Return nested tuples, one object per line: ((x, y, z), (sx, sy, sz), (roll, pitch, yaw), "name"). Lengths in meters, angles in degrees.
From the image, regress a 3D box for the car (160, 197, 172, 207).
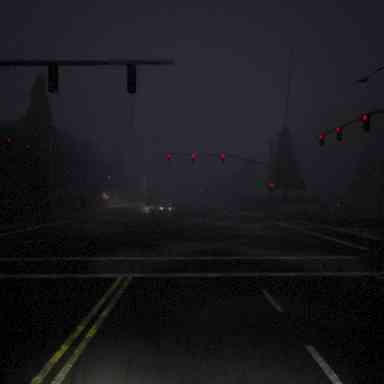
((-5.004, 1.923, 64.621), (2.150, 2.045, 5.566), (0, 0, -1), "car")

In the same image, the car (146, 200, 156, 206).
((-8.632, 2.309, 70.933), (2.033, 1.411, 5.357), (0, -1, -1), "car")
